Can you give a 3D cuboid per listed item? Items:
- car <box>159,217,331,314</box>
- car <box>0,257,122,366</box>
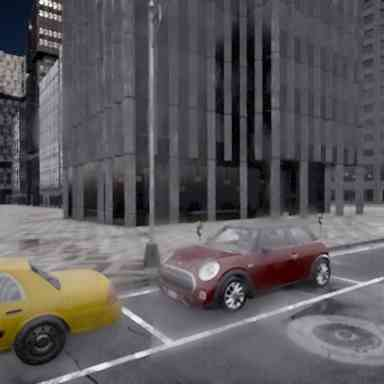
[{"bbox_3d":[1.257,1.424,7.516,4.097,1.590,1.967,0,0,-35],"label":"car"},{"bbox_3d":[-3.365,1.527,4.254,4.829,1.417,1.752,0,0,-35],"label":"car"}]
